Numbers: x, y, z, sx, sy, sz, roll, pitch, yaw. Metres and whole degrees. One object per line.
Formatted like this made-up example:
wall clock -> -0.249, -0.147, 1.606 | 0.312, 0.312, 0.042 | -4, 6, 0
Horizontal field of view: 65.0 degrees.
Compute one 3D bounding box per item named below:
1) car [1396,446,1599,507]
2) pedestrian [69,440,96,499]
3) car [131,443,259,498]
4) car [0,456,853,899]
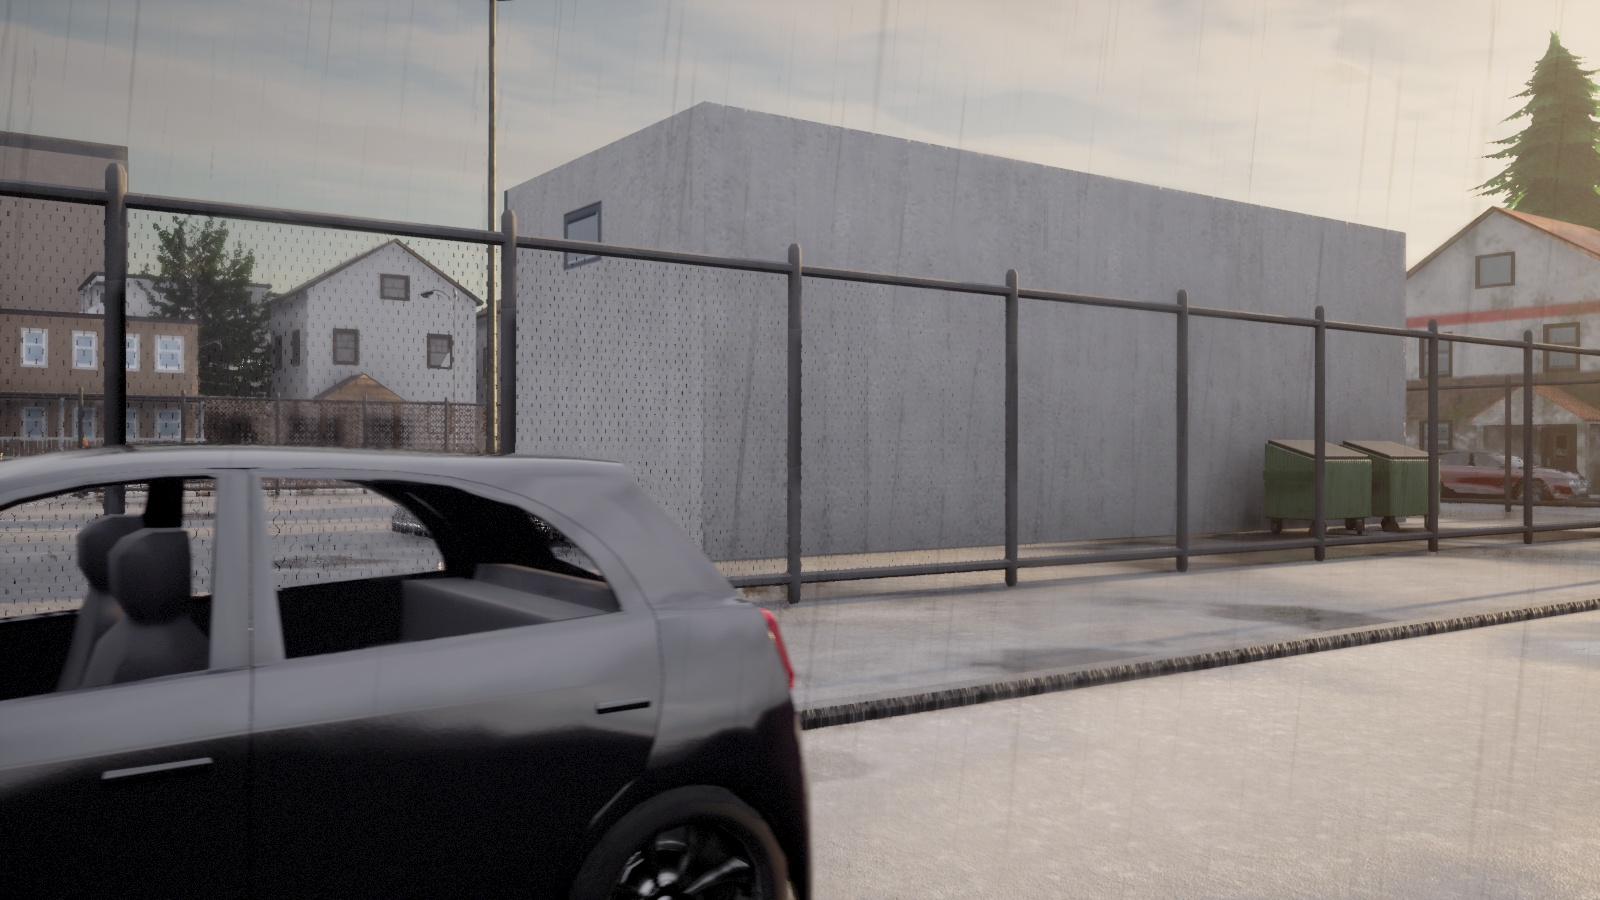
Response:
car -> 20.245, 0.721, 36.540 | 2.033, 1.649, 4.856 | 0, 0, -35
pedestrian -> -22.253, 0.597, 38.950 | 0.706, 1.836, 0.354 | 0, 0, -25
car -> -21.459, 0.695, 44.568 | 3.866, 1.878, 1.905 | 0, 0, -34
car -> -1.882, 0.770, 2.961 | 3.633, 1.501, 1.845 | 0, 0, -35
